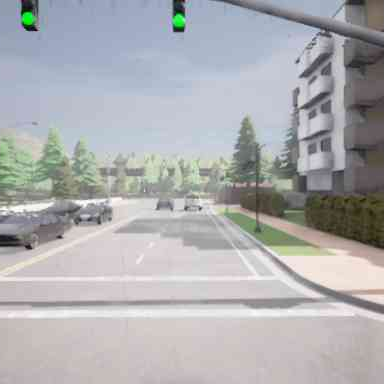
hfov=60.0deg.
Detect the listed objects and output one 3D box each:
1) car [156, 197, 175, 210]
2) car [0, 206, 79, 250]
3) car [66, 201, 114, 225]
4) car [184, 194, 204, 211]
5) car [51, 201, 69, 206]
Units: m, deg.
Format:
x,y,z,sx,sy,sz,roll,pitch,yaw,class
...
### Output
x,y,z,sx,sy,sz,roll,pitch,yaw,class
-3.438,1.404,43.826,2.097,1.767,4.553,0,0,0,car
-7.079,1.566,14.748,2.033,1.411,5.357,0,0,0,car
-7.070,1.521,24.398,2.128,1.511,4.902,0,0,0,car
0.261,1.271,42.733,2.150,2.045,5.566,0,0,4,car
-10.556,1.511,27.374,1.882,1.535,5.008,0,0,0,car
